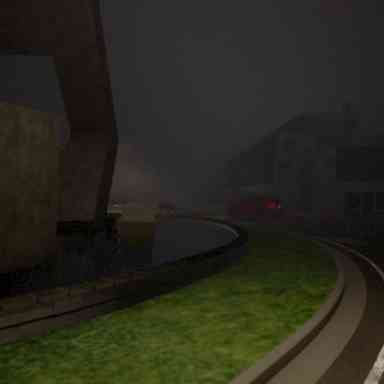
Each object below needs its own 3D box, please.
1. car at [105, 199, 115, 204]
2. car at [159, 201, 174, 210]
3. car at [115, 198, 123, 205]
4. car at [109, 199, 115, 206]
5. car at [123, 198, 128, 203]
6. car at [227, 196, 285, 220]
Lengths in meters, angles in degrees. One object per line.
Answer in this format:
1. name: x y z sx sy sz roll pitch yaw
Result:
1. car: -22.759 2.531 92.657 1.895 1.301 4.718 -1 0 -4
2. car: -3.816 2.011 49.166 1.895 1.301 4.718 -1 0 -10
3. car: -18.197 2.349 78.536 1.994 1.385 4.181 -1 0 -4
4. car: -17.269 2.172 66.080 1.882 1.535 5.008 -1 0 -4
5. car: -19.310 2.418 93.458 1.812 1.442 4.674 -1 0 -4
6. car: 5.661 1.379 30.064 2.150 2.045 5.566 0 -1 -40
